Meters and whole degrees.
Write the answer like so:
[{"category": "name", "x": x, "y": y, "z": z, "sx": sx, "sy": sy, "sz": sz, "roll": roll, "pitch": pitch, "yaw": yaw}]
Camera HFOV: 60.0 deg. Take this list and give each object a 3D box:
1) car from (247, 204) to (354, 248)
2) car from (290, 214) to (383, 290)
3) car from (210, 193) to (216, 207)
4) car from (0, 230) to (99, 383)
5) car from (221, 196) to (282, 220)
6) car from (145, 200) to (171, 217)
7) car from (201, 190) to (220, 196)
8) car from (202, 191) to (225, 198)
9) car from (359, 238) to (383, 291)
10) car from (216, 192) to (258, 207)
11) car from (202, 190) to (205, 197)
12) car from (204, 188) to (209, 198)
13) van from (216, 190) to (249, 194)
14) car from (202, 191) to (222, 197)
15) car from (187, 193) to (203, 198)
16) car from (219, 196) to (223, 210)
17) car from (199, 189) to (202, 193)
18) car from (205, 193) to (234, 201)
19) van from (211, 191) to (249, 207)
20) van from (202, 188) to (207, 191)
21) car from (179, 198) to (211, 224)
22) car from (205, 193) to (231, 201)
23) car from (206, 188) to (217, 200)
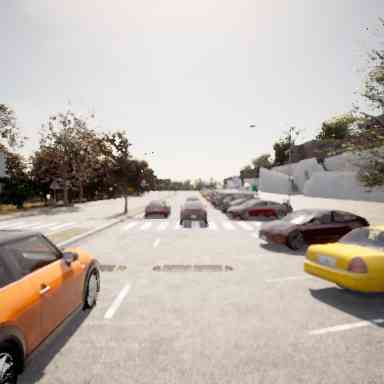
[{"category": "car", "x": 5.053, "y": 1.426, "z": 13.812, "sx": 4.792, "sy": 1.488, "sz": 2.163, "roll": 1, "pitch": 1, "yaw": -20}, {"category": "car", "x": 5.247, "y": 1.444, "z": 7.888, "sx": 5.366, "sy": 1.575, "sz": 1.946, "roll": 1, "pitch": 0, "yaw": -20}, {"category": "car", "x": 5.087, "y": 1.195, "z": 37.782, "sx": 4.892, "sy": 1.521, "sz": 2.231, "roll": 1, "pitch": 0, "yaw": -20}, {"category": "car", "x": -2.897, "y": 1.328, "z": 4.838, "sx": 2.097, "sy": 1.767, "sz": 4.553, "roll": 0, "pitch": 0, "yaw": 0}, {"category": "car", "x": 5.061, "y": 1.325, "z": 25.817, "sx": 4.792, "sy": 1.488, "sz": 2.163, "roll": 1, "pitch": 1, "yaw": -20}, {"category": "car", "x": -2.882, "y": 1.345, "z": 28.771, "sx": 1.994, "sy": 1.385, "sz": 4.181, "roll": 0, "pitch": 0, "yaw": 0}, {"category": "car", "x": 5.137, "y": 0.235, "z": 94.461, "sx": 4.892, "sy": 1.521, "sz": 2.231, "roll": 0, "pitch": 1, "yaw": -20}, {"category": "car", "x": 5.145, "y": 0.582, "z": 79.571, "sx": 4.792, "sy": 1.488, "sz": 2.163, "roll": 0, "pitch": 1, "yaw": -20}, {"category": "car", "x": 5.078, "y": 1.504, "z": 4.816, "sx": 4.674, "sy": 1.452, "sz": 2.002, "roll": 1, "pitch": 1, "yaw": -20}, {"category": "car", "x": 5.062, "y": 1.119, "z": 31.807, "sx": 4.553, "sy": 1.767, "sz": 2.185, "roll": 1, "pitch": 0, "yaw": -20}, {"category": "car", "x": 4.934, "y": 0.969, "z": 58.602, "sx": 5.366, "sy": 1.575, "sz": 1.946, "roll": 0, "pitch": 1, "yaw": -20}, {"category": "car", "x": 5.128, "y": 0.866, "z": 46.745, "sx": 5.566, "sy": 2.045, "sz": 2.435, "roll": 1, "pitch": 0, "yaw": -20}, {"category": "van", "x": 5.203, "y": 0.995, "z": 34.841, "sx": 4.442, "sy": 1.987, "sz": 1.878, "roll": 1, "pitch": 0, "yaw": -20}, {"category": "car", "x": 5.118, "y": 0.457, "z": 85.523, "sx": 4.674, "sy": 1.452, "sz": 2.002, "roll": 0, "pitch": 1, "yaw": -20}, {"category": "car", "x": 0.115, "y": 1.203, "z": 40.984, "sx": 1.812, "sy": 1.442, "sz": 4.674, "roll": 0, "pitch": 0, "yaw": 0}, {"category": "car", "x": 5.083, "y": 1.310, "z": 28.836, "sx": 4.674, "sy": 1.452, "sz": 2.002, "roll": 1, "pitch": 0, "yaw": -20}, {"category": "car", "x": 4.943, "y": 0.618, "z": 76.510, "sx": 5.366, "sy": 1.575, "sz": 1.946, "roll": 0, "pitch": 2, "yaw": -20}, {"category": "car", "x": 5.134, "y": 0.958, "z": 61.671, "sx": 4.792, "sy": 1.488, "sz": 2.163, "roll": 0, "pitch": 1, "yaw": -20}, {"category": "van", "x": 4.992, "y": 0.917, "z": 43.702, "sx": 4.442, "sy": 1.987, "sz": 1.878, "roll": 1, "pitch": 1, "yaw": -20}, {"category": "van", "x": 5.006, "y": 0.592, "z": 67.570, "sx": 4.442, "sy": 1.987, "sz": 1.878, "roll": 0, "pitch": 2, "yaw": -20}, {"category": "car", "x": 0.114, "y": 1.355, "z": 23.033, "sx": 1.812, "sy": 1.442, "sz": 4.674, "roll": 0, "pitch": 0, "yaw": 0}, {"category": "car", "x": 5.104, "y": 0.913, "z": 64.643, "sx": 4.674, "sy": 1.452, "sz": 2.002, "roll": 0, "pitch": 1, "yaw": -20}, {"category": "car", "x": 5.074, "y": 0.917, "z": 40.749, "sx": 5.566, "sy": 2.045, "sz": 2.435, "roll": 1, "pitch": 1, "yaw": -20}]
